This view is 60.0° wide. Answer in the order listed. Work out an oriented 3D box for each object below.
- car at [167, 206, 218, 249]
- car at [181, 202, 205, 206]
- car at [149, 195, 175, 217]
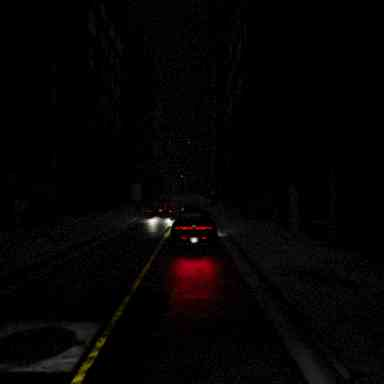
[{"bbox_3d":[0.086,1.549,14.658,1.837,1.490,4.892,0,-1,0],"label":"car"},{"bbox_3d":[0.088,1.577,29.272,2.128,1.511,4.902,0,0,0],"label":"car"},{"bbox_3d":[-2.827,1.315,32.741,2.150,2.045,5.566,0,0,0],"label":"car"}]
